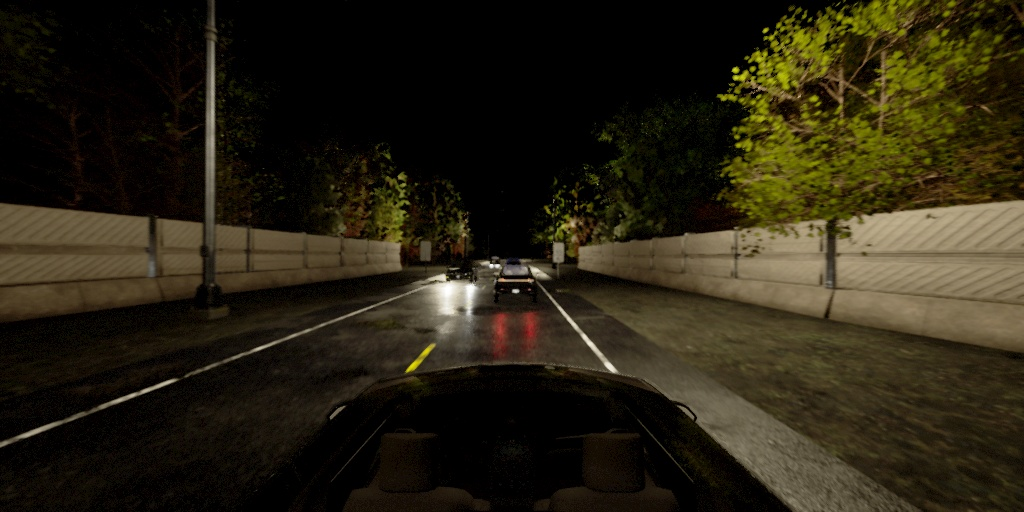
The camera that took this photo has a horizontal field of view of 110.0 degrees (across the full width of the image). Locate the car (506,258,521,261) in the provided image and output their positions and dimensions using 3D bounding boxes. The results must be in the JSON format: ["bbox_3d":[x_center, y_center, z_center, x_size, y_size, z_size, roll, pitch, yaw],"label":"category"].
[{"bbox_3d":[0.221,0.976,47.647,1.882,1.535,5.008,1,0,1],"label":"car"}]

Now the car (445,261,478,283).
[{"bbox_3d":[-3.500,1.099,25.692,1.837,1.490,4.892,1,0,0],"label":"car"}]

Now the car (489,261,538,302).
[{"bbox_3d":[0.158,1.167,16.562,2.128,1.511,4.902,1,0,0],"label":"car"}]
